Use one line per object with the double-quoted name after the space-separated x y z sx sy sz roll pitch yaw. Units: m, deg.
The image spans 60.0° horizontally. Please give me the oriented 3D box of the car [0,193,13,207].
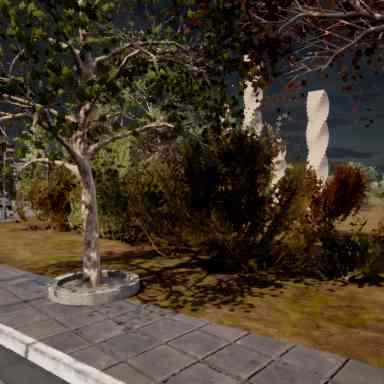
-22.260 1.248 38.895 2.033 1.411 5.357 1 1 -33 "car"
